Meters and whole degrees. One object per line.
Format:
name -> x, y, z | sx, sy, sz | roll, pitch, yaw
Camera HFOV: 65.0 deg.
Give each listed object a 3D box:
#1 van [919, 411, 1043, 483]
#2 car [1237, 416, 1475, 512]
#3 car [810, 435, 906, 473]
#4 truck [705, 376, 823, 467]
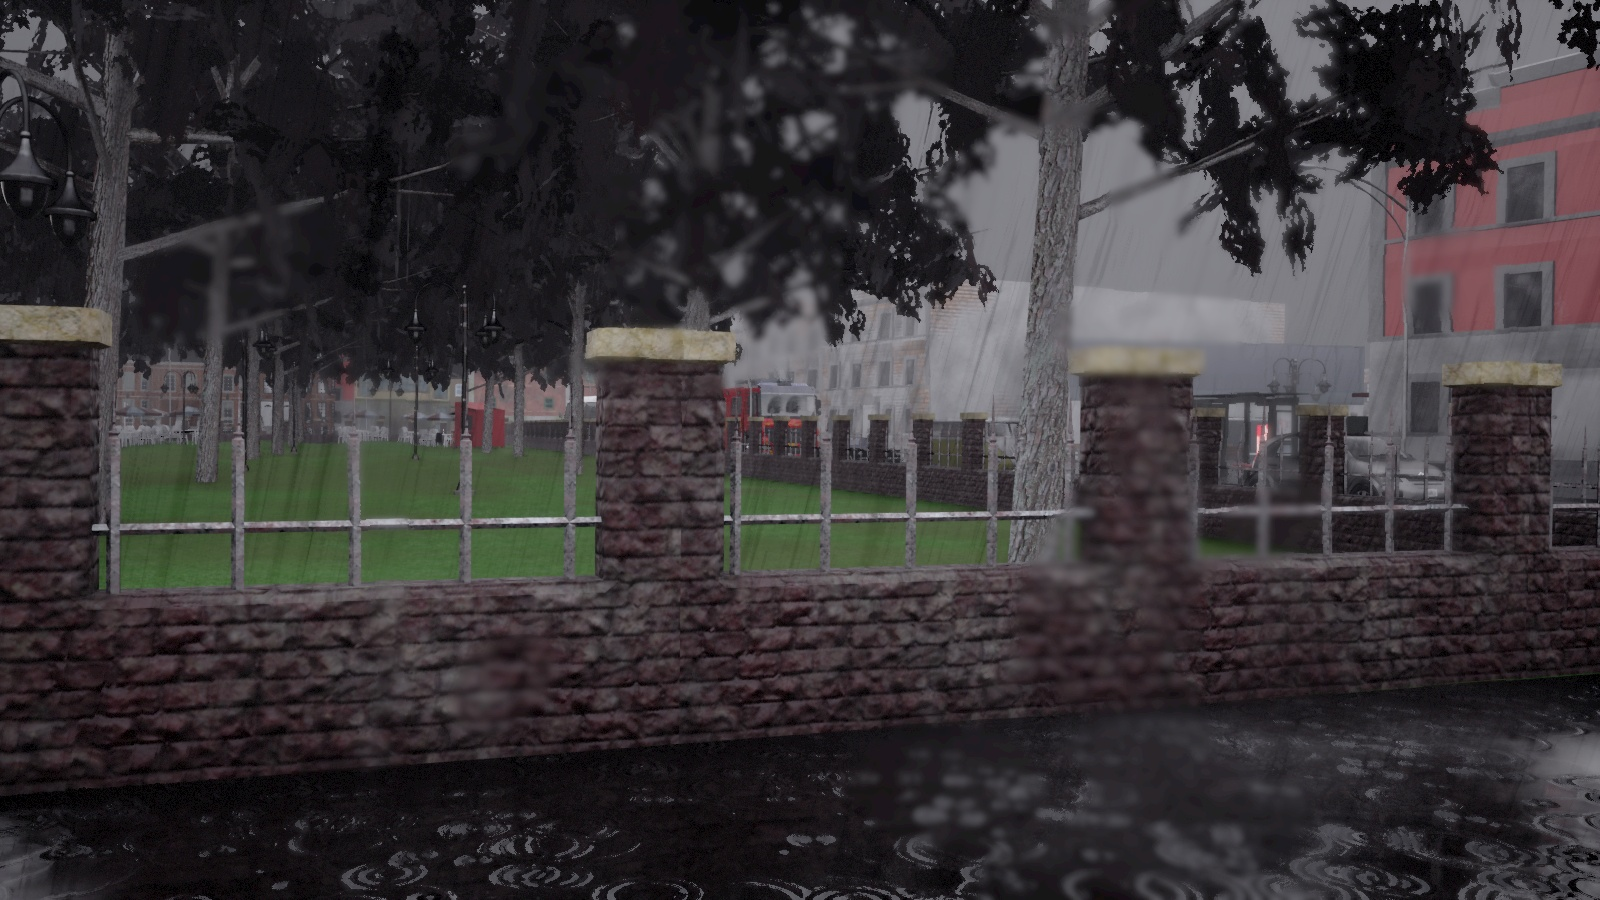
van -> 5.323, -0.116, 37.445 | 1.775, 1.987, 4.442 | -1, 1, -20
car -> 10.278, 0.202, 23.553 | 1.851, 1.617, 3.988 | -1, 1, -19
car -> 2.087, 0.118, 46.563 | 1.895, 1.301, 4.718 | -1, 1, -20
truck -> -1.803, -1.282, 57.441 | 2.891, 3.827, 8.468 | -1, 1, -20
